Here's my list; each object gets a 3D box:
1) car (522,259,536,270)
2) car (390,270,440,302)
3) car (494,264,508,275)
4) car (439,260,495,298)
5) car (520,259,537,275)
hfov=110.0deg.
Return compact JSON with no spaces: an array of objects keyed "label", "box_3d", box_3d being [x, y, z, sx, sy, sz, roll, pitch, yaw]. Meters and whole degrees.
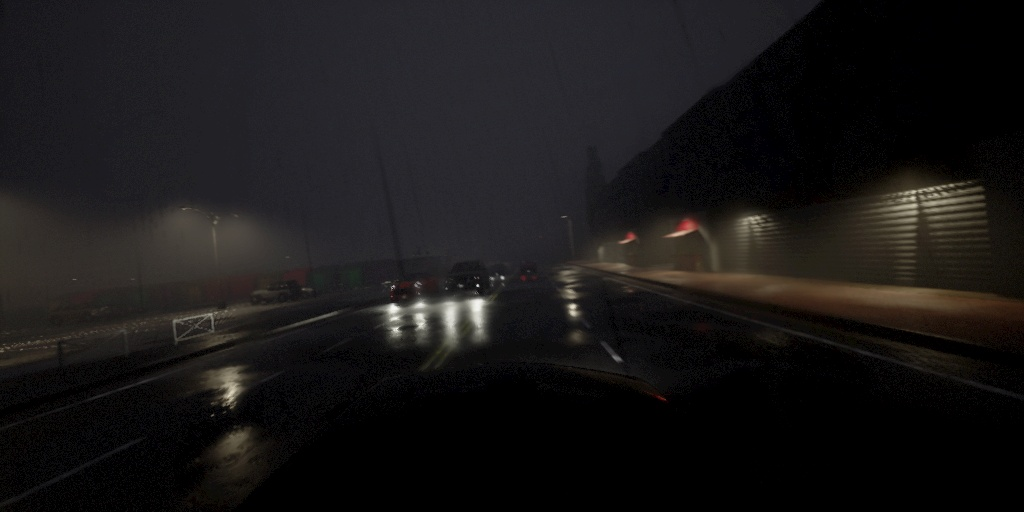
[{"label":"car","box_3d":[2.591,1.221,54.130,1.994,1.385,4.181,-6,0,3]},{"label":"car","box_3d":[-6.198,1.815,23.151,2.097,1.767,4.553,-6,0,3]},{"label":"car","box_3d":[-1.566,1.628,42.498,2.033,1.411,5.357,-6,0,3]},{"label":"car","box_3d":[-2.742,1.323,22.896,2.150,2.045,5.566,-6,0,3]},{"label":"car","box_3d":[1.834,1.286,39.598,1.895,1.301,4.718,-6,0,3]}]
